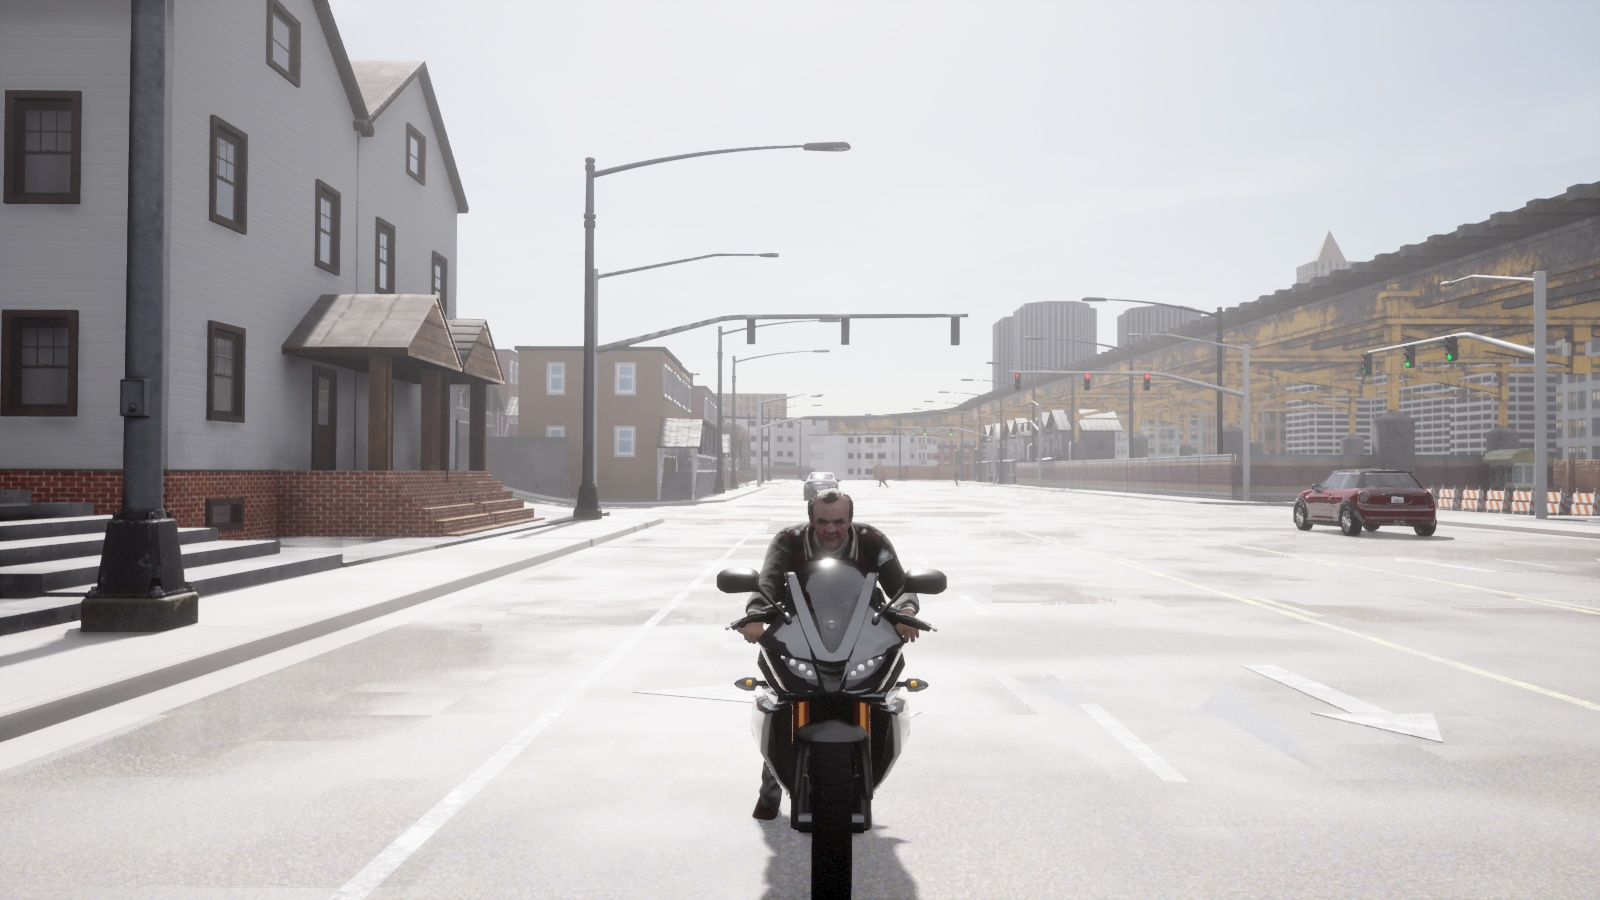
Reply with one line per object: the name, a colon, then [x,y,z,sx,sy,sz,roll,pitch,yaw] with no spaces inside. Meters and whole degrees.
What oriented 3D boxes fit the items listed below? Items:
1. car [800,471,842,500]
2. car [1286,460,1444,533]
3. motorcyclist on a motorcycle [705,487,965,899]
car: [1.191,1.906,68.064,2.128,1.511,4.902,0,-1,2]
car: [14.574,1.162,32.692,2.097,1.767,4.553,0,-1,1]
motorcyclist on a motorcycle: [0.135,0.938,5.312,0.866,1.530,2.191,0,-1,1]
